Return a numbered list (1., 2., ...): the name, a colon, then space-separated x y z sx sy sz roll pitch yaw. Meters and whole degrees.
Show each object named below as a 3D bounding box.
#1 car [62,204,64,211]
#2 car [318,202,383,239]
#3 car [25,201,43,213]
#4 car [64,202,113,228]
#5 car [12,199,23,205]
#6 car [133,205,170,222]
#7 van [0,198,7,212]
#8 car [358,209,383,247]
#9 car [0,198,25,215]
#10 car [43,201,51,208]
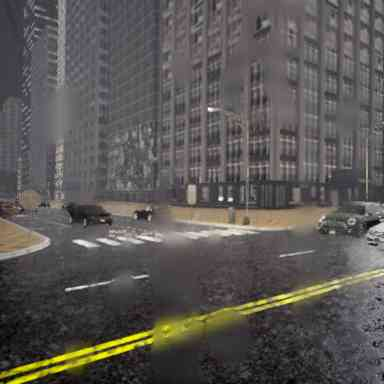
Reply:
1. car: -16.956 2.045 46.722 1.947 1.339 4.313 0 -1 -36
2. car: 8.867 1.377 17.978 4.553 1.767 2.097 -2 2 -35
3. car: -21.157 1.933 42.709 2.033 1.411 5.357 1 -1 -36
4. car: -7.289 1.630 23.727 1.882 1.535 5.008 1 -1 -36
5. car: -43.618 2.482 83.147 1.947 1.339 4.313 0 -1 -36
6. car: -3.523 1.809 28.588 2.008 1.369 4.403 0 -1 -36
7. van: -27.056 1.749 46.334 1.690 1.788 3.998 0 -1 -36
8. car: 9.450 1.585 14.425 4.674 1.442 1.812 -1 0 -35
9. car: -20.392 1.738 37.229 1.967 1.590 4.097 0 -1 -36
10. car: -26.954 2.210 60.382 1.947 1.339 4.313 0 -1 -36
